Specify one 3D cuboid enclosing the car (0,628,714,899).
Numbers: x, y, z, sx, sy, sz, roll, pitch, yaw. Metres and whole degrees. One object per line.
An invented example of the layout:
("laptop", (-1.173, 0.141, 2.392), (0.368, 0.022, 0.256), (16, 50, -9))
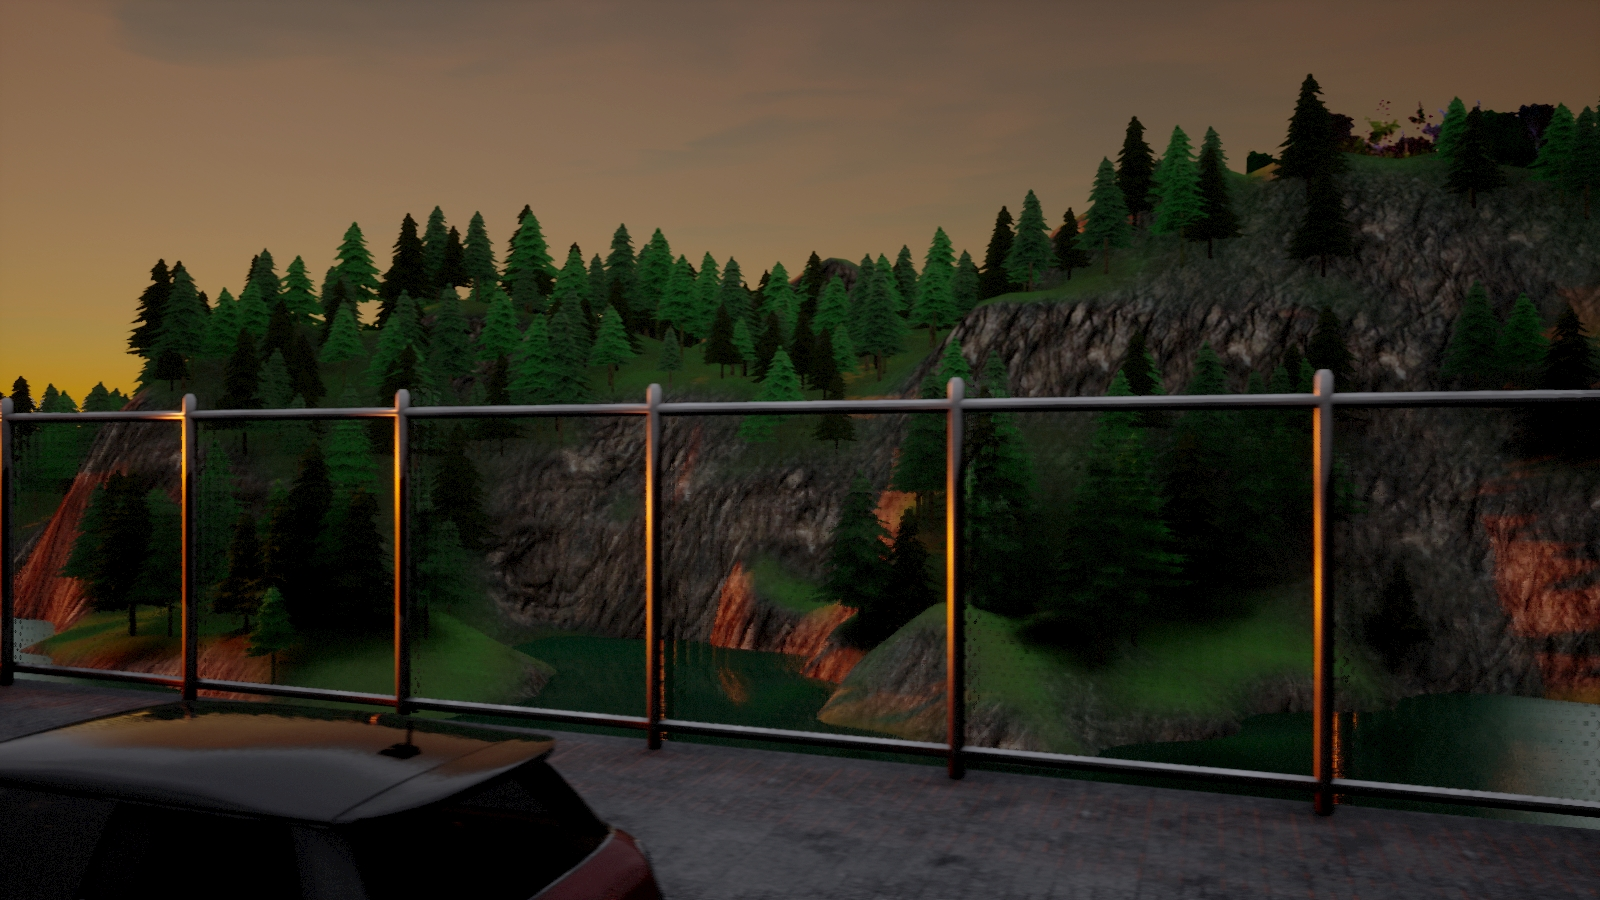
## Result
("car", (-2.876, 1.906, 4.825), (4.553, 1.767, 2.097), (0, 0, 20))
